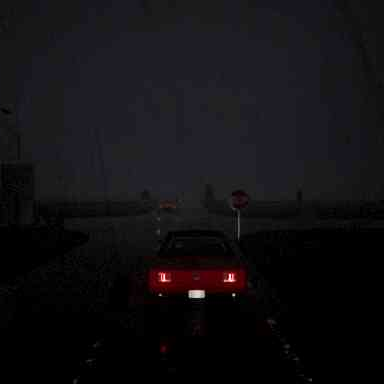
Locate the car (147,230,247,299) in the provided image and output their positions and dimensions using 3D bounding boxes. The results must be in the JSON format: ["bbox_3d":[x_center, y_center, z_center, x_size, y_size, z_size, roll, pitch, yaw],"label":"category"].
[{"bbox_3d":[0.093,1.598,8.372,1.895,1.301,4.718,0,0,0],"label":"car"}]

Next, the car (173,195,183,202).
[{"bbox_3d":[-2.807,1.336,69.391,1.882,1.535,5.008,0,0,0],"label":"car"}]

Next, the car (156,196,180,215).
[{"bbox_3d":[-2.511,1.445,33.385,1.882,1.535,5.008,0,0,-6],"label":"car"}]

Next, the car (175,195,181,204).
[{"bbox_3d":[-2.879,1.415,45.635,1.882,1.535,5.008,0,0,0],"label":"car"}]

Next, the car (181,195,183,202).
[{"bbox_3d":[-2.865,1.409,56.841,1.837,1.490,4.892,0,0,0],"label":"car"}]
